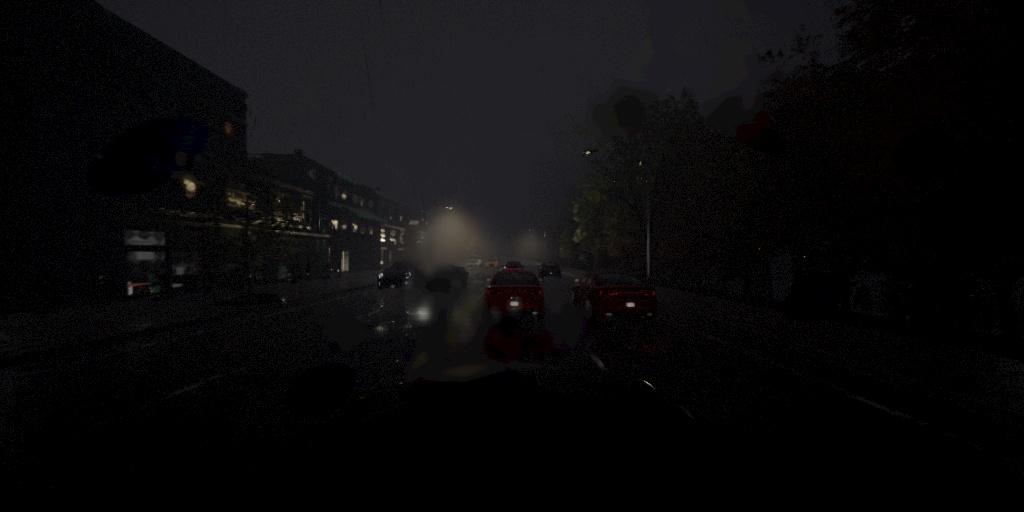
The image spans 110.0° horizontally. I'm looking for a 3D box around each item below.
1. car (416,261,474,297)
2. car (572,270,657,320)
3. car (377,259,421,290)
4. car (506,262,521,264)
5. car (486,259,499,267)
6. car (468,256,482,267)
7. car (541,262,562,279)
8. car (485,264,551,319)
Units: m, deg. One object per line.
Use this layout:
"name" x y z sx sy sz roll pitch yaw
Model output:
"car" -3.351 1.224 18.995 1.882 1.535 5.008 0 0 0
"car" 3.348 1.226 12.601 1.882 1.535 5.008 0 0 0
"car" -6.599 1.098 22.107 2.097 1.767 4.553 0 0 0
"car" 0.099 1.249 32.663 1.837 1.490 4.892 0 0 0
"car" -3.294 1.215 60.473 1.882 1.535 5.008 0 0 0
"car" -6.525 0.959 63.836 2.150 2.045 5.566 0 0 1
"car" 3.349 1.236 32.319 2.128 1.511 4.902 0 0 0
"car" 0.099 1.226 12.808 1.882 1.535 5.008 0 0 0
